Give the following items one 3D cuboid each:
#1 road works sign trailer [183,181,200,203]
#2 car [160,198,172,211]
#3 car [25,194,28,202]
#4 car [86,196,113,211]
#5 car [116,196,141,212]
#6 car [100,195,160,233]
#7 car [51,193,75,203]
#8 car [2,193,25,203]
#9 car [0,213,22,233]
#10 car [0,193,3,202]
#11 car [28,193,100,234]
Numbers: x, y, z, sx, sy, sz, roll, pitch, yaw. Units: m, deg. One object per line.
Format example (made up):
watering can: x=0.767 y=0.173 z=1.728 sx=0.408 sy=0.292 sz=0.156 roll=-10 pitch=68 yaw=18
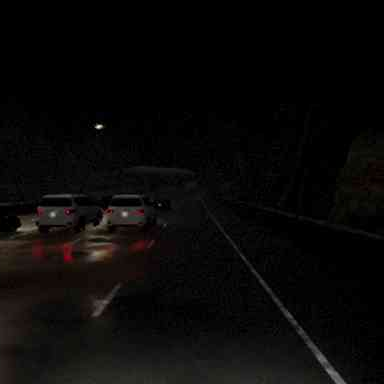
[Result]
road works sign trailer: x=-0.024 y=-0.043 z=54.265 sx=2.380 sy=3.560 sz=2.880 roll=0 pitch=1 yaw=0
car: x=-3.409 y=1.332 z=37.267 sx=1.994 sy=1.385 sz=4.181 roll=0 pitch=1 yaw=0
car: x=-24.567 y=0.986 z=54.164 sx=2.128 sy=1.511 sz=4.902 roll=0 pitch=1 yaw=0
car: x=-10.409 y=1.288 z=37.683 sx=1.812 sy=1.442 sz=4.674 roll=0 pitch=1 yaw=0
car: x=-6.909 y=1.281 z=36.703 sx=1.837 sy=1.490 sz=4.892 roll=0 pitch=1 yaw=0
car: x=-3.405 y=1.165 z=19.528 sx=2.150 sy=2.045 sz=5.566 roll=0 pitch=0 yaw=0
car: x=-21.070 y=0.977 z=54.582 sx=2.128 sy=1.511 sz=4.902 roll=0 pitch=1 yaw=0
car: x=-28.061 y=0.986 z=54.160 sx=2.128 sy=1.511 sz=4.902 roll=0 pitch=1 yaw=1
car: x=-10.404 y=1.509 z=16.076 sx=2.033 sy=1.411 sz=5.357 roll=0 pitch=0 yaw=0
car: x=-31.552 y=0.869 z=52.950 sx=2.097 sy=1.767 sz=4.553 roll=0 pitch=1 yaw=0
car: x=-6.905 y=1.166 z=19.173 sx=2.150 sy=2.045 sz=5.566 roll=0 pitch=0 yaw=0
